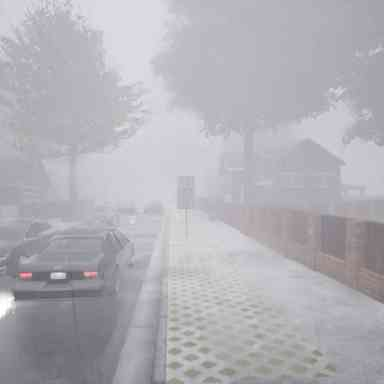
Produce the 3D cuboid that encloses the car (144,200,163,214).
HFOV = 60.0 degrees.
[{"bbox_3d":[-4.565,1.924,39.055,1.895,1.301,4.718,-1,0,-3],"label":"car"}]

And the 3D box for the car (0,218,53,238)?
[{"bbox_3d":[-5.609,1.618,10.435,1.837,1.490,4.892,-1,0,-4],"label":"car"}]

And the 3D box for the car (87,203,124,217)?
[{"bbox_3d":[-6.536,1.767,24.846,1.812,1.442,4.674,-1,-1,-4],"label":"car"}]

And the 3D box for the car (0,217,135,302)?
[{"bbox_3d":[-2.636,1.618,8.650,2.033,1.411,5.357,-1,0,-4],"label":"car"}]

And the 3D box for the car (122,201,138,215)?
[{"bbox_3d":[-7.353,1.822,37.958,1.882,1.535,5.008,-1,0,-3],"label":"car"}]
